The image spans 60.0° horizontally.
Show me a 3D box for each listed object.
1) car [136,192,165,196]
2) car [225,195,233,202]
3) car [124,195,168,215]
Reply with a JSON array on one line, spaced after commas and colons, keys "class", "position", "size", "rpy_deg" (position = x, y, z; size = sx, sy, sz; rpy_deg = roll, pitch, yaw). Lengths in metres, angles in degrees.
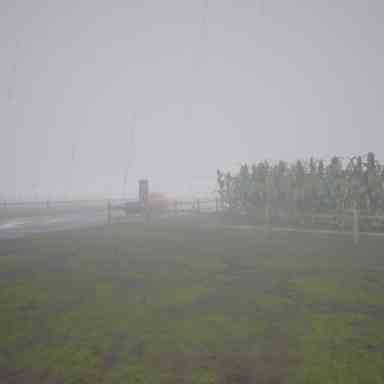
[{"class": "car", "position": [-4.897, 0.993, 36.027], "size": [2.150, 2.045, 5.566], "rpy_deg": [0, 1, 31]}, {"class": "car", "position": [7.543, 1.133, 56.177], "size": [2.033, 1.411, 5.357], "rpy_deg": [0, 1, 32]}, {"class": "car", "position": [-4.086, 1.321, 30.203], "size": [1.837, 1.490, 4.892], "rpy_deg": [0, 1, 31]}]
